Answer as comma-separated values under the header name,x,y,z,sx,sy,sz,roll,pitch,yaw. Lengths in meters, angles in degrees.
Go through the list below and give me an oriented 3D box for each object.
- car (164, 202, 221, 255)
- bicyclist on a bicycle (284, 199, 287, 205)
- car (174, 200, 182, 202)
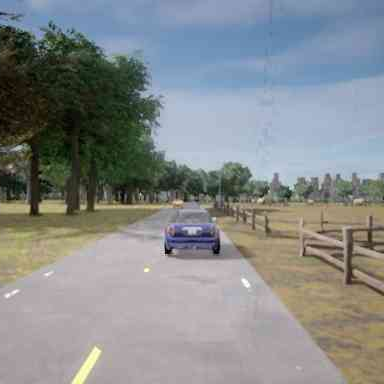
name,x,y,z,sx,sy,sz,roll,pitch,yaw
car,0.013,1.490,14.094,2.097,1.767,4.553,0,-1,0
bicyclist on a bicycle,19.966,2.262,70.923,0.582,1.620,1.656,0,-1,0
car,-2.707,2.250,64.530,1.882,1.535,5.008,0,-1,0
